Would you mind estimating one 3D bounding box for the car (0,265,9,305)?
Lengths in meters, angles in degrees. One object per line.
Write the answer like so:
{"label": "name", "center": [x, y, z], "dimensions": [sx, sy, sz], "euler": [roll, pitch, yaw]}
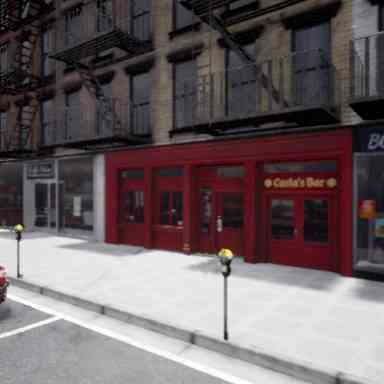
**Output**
{"label": "car", "center": [-5.204, 1.559, 6.520], "dimensions": [4.206, 1.307, 1.802], "euler": [0, 0, 35]}
